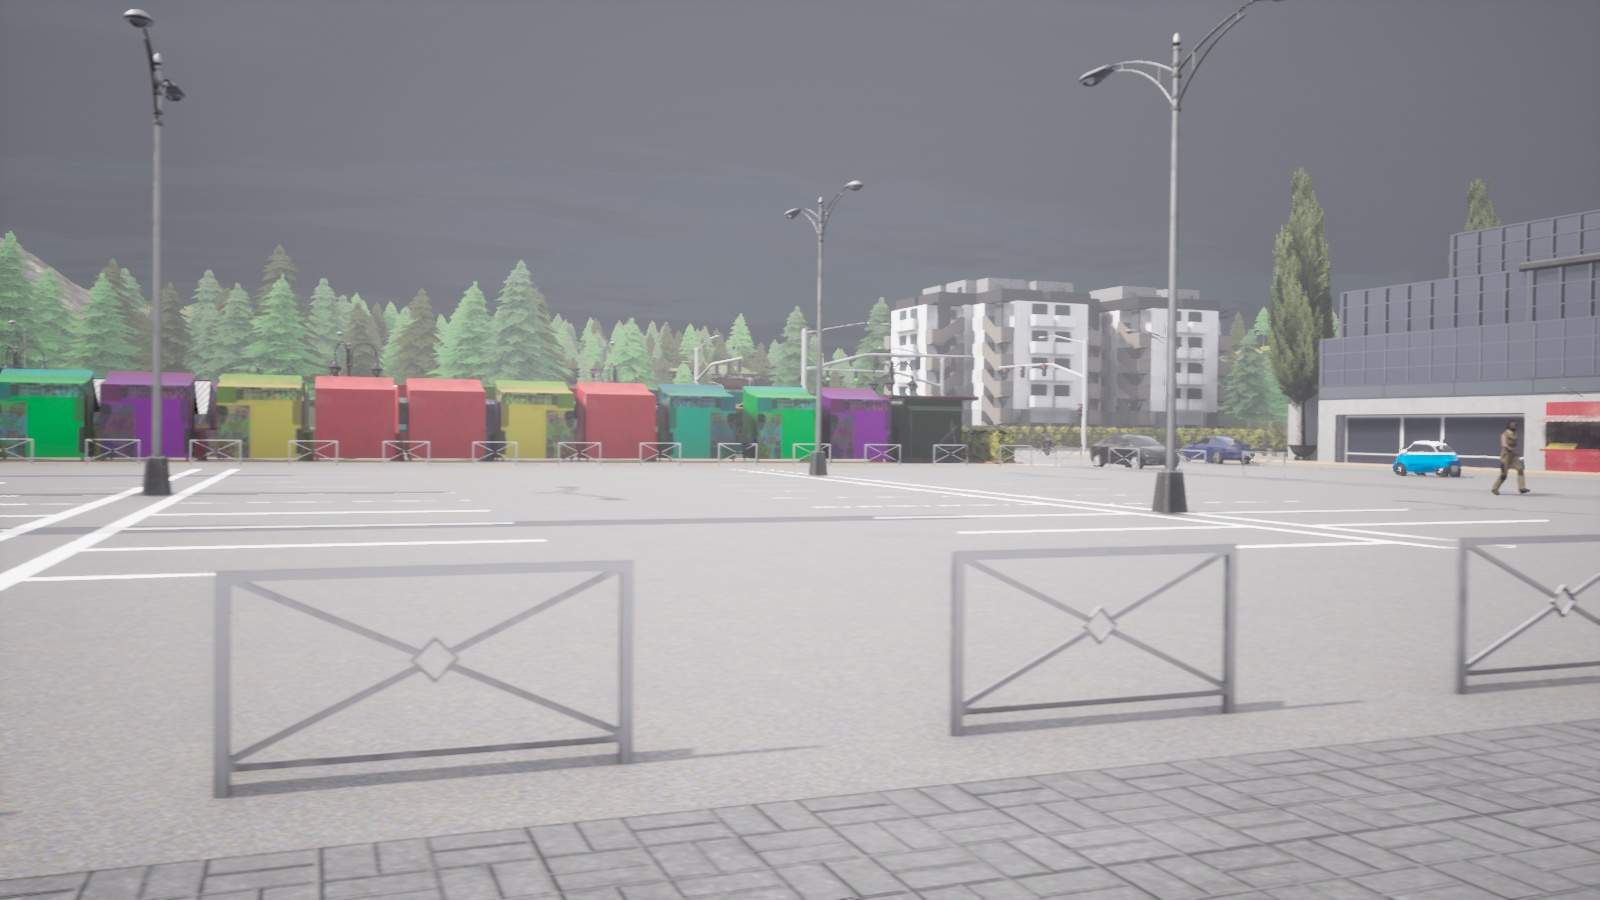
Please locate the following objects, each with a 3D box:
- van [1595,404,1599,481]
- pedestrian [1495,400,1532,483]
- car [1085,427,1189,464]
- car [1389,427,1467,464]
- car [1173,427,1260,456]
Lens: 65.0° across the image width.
[{"bbox_3d":[22.114,-0.187,30.653,1.775,1.987,4.442,-1,1,-19],"label":"van"},{"bbox_3d":[16.887,-0.210,29.730,0.396,1.930,0.692,-1,1,-15],"label":"pedestrian"},{"bbox_3d":[14.240,-0.219,53.354,1.837,1.490,4.892,-1,1,-19],"label":"car"},{"bbox_3d":[23.947,-0.186,47.912,1.481,1.376,2.207,-2,2,-30],"label":"car"},{"bbox_3d":[21.408,-0.461,64.735,1.812,1.442,4.674,-1,1,-19],"label":"car"}]
